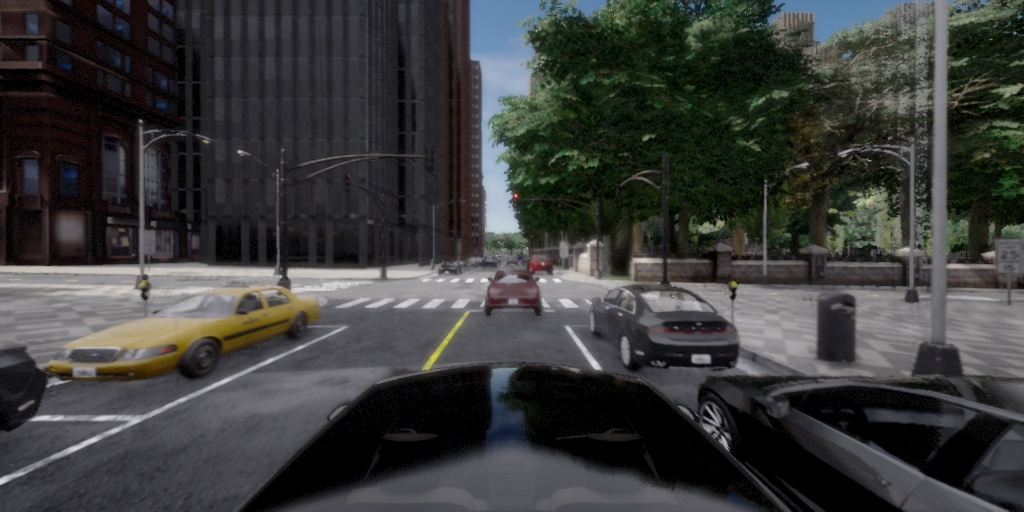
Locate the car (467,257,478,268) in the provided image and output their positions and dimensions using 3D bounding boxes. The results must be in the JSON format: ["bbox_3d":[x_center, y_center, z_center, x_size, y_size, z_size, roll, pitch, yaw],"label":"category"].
[{"bbox_3d":[-5.781,0.914,50.450,2.007,1.370,4.403,0,0,0],"label":"car"}]

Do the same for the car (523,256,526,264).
[{"bbox_3d":[2.746,0.969,45.004,1.948,1.339,4.313,0,0,0],"label":"car"}]

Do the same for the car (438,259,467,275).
[{"bbox_3d":[-5.775,1.051,34.080,1.948,1.339,4.313,0,0,0],"label":"car"}]

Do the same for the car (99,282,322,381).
[{"bbox_3d":[-5.764,1.227,7.246,1.751,1.417,4.829,0,0,0],"label":"car"}]

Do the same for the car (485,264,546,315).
[{"bbox_3d":[0.055,1.187,12.942,1.812,1.442,4.674,0,0,0],"label":"car"}]

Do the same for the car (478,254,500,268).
[{"bbox_3d":[-3.102,0.719,49.942,2.097,1.767,4.553,0,0,0],"label":"car"}]

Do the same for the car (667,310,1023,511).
[{"bbox_3d":[2.763,1.314,1.916,1.948,1.339,4.313,0,0,0],"label":"car"}]

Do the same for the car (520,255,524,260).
[{"bbox_3d":[2.742,0.873,55.918,2.007,1.370,4.403,0,0,0],"label":"car"}]

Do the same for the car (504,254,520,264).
[{"bbox_3d":[0.020,0.816,63.298,2.033,1.411,5.357,0,0,0],"label":"car"}]

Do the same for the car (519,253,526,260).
[{"bbox_3d":[2.740,0.723,61.374,1.967,1.591,4.097,0,0,0],"label":"car"}]

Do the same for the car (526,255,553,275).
[{"bbox_3d":[2.750,0.800,34.092,2.192,1.841,5.009,0,0,0],"label":"car"}]

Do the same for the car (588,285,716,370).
[{"bbox_3d":[2.761,1.252,7.429,2.007,1.370,4.403,0,0,0],"label":"car"}]

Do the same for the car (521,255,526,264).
[{"bbox_3d":[2.744,0.914,50.461,2.007,1.370,4.403,0,0,0],"label":"car"}]

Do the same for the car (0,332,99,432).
[{"bbox_3d":[-5.762,1.299,1.904,2.007,1.370,4.403,0,0,0],"label":"car"}]
